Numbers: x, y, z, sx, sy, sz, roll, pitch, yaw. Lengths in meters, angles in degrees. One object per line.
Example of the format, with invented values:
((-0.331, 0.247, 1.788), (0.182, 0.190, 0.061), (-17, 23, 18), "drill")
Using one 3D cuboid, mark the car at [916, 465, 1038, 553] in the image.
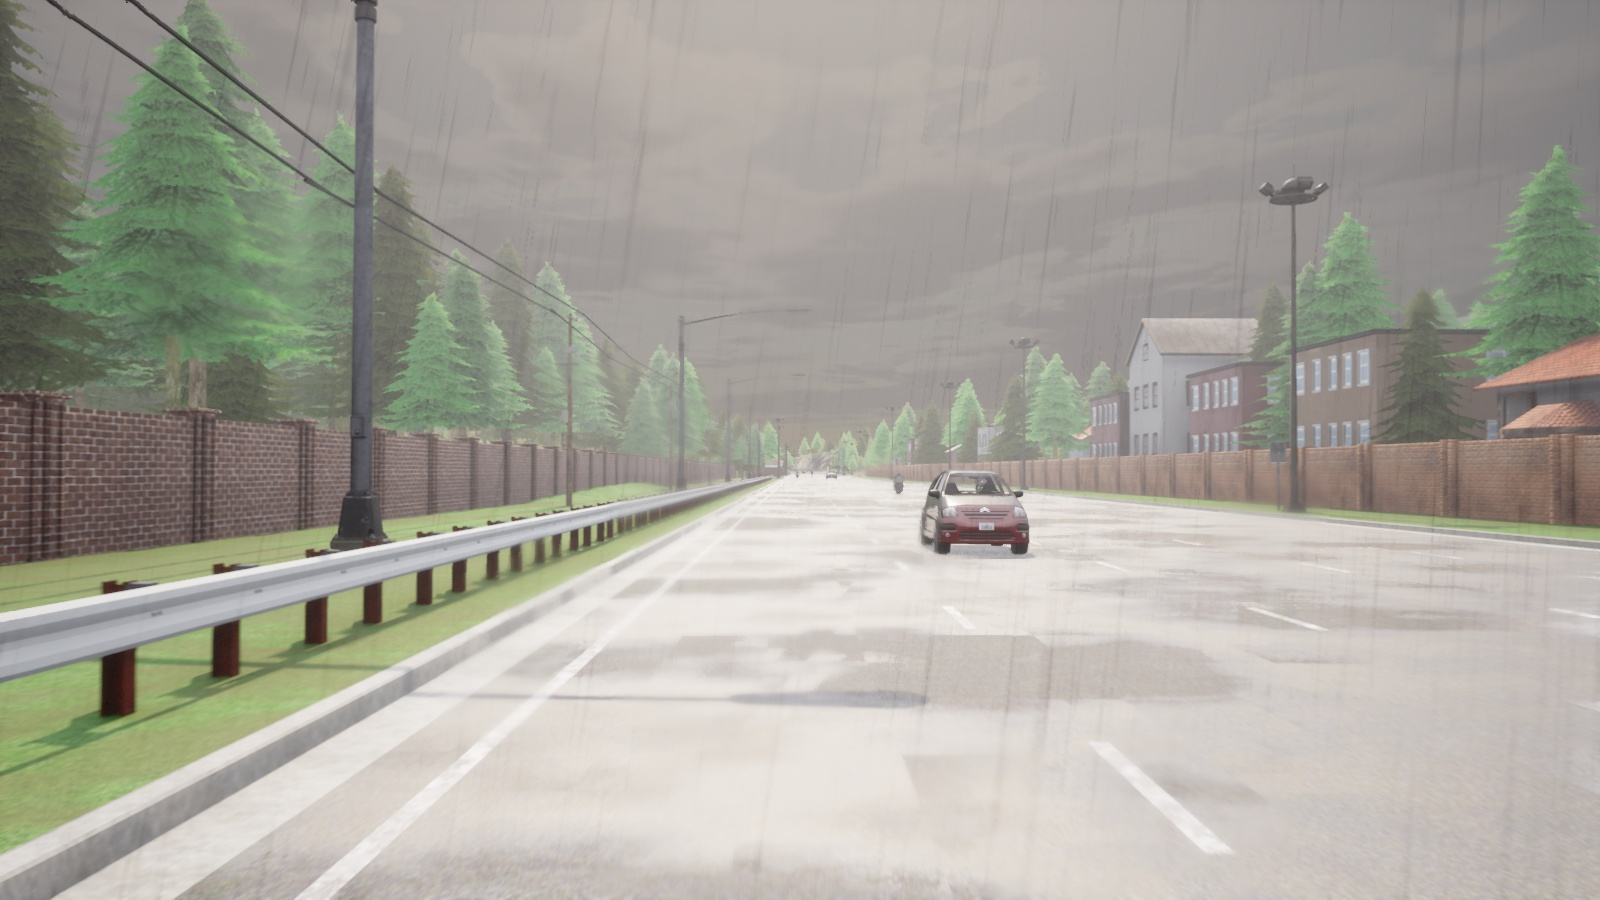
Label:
((3.437, 1.118, 25.036), (1.851, 1.617, 3.988), (0, -1, 0), "car")
